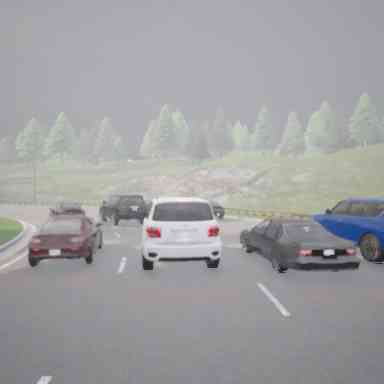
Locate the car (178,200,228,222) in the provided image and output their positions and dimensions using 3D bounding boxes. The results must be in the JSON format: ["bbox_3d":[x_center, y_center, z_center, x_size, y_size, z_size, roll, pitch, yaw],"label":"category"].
[{"bbox_3d":[0.824,1.469,27.633,1.837,1.490,4.892,0,0,-30],"label":"car"}]

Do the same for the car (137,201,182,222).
[{"bbox_3d":[-2.720,1.489,26.766,1.812,1.442,4.674,0,0,-31],"label":"car"}]

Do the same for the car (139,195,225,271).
[{"bbox_3d":[-0.531,1.202,11.002,2.150,2.045,5.566,0,-1,-8],"label":"car"}]

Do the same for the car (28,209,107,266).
[{"bbox_3d":[-4.181,1.511,11.473,1.812,1.442,4.674,0,0,-10],"label":"car"}]

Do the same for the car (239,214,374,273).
[{"bbox_3d":[3.048,1.534,10.682,2.033,1.411,5.357,0,0,-8],"label":"car"}]

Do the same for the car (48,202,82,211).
[{"bbox_3d":[-8.781,1.475,23.316,1.837,1.490,4.892,0,0,-30],"label":"car"}]

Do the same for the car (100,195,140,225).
[{"bbox_3d":[-4.996,1.191,23.811,2.150,2.045,5.566,0,0,-29],"label":"car"}]

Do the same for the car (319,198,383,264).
[{"bbox_3d":[6.366,1.207,12.034,2.150,2.045,5.566,0,0,-8],"label":"car"}]
